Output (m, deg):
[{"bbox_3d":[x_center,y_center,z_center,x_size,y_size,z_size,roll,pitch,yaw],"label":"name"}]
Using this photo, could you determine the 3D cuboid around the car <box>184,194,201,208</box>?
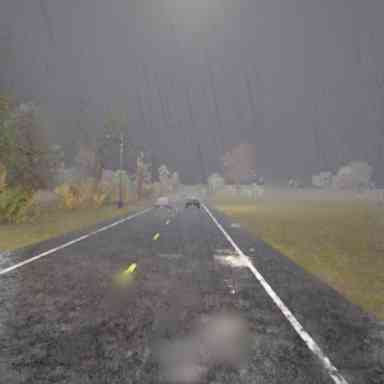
[{"bbox_3d":[0.110,1.341,45.510,1.837,1.490,4.892,0,0,0],"label":"car"}]

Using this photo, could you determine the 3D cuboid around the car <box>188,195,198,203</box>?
[{"bbox_3d":[0.110,1.272,63.137,1.837,1.490,4.892,0,0,0],"label":"car"}]

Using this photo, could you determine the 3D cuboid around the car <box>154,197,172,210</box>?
[{"bbox_3d":[-3.580,1.377,41.379,1.812,1.442,4.674,0,0,0],"label":"car"}]
